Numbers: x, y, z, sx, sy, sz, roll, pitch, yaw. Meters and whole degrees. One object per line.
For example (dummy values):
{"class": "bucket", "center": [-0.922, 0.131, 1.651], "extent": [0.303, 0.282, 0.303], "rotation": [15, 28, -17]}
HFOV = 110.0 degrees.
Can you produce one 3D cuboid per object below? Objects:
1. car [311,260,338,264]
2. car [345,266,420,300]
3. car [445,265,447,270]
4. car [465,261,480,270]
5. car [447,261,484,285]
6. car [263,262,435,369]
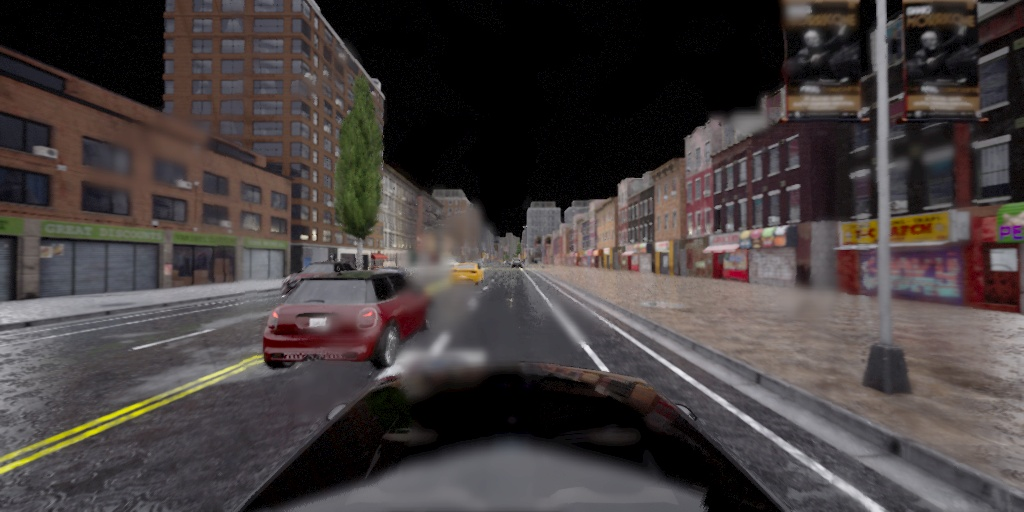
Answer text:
{"class": "car", "center": [-9.846, 1.113, 18.807], "extent": [2.097, 1.767, 4.553], "rotation": [0, 0, 0]}
{"class": "car", "center": [-6.600, 1.309, 19.038], "extent": [2.033, 1.411, 5.357], "rotation": [0, 0, 0]}
{"class": "car", "center": [-9.784, 1.570, 59.703], "extent": [1.812, 1.442, 4.674], "rotation": [0, -1, 1]}
{"class": "car", "center": [-6.534, 1.548, 59.698], "extent": [1.837, 1.490, 4.892], "rotation": [0, -1, 1]}
{"class": "car", "center": [-3.147, 1.257, 26.055], "extent": [1.882, 1.535, 5.008], "rotation": [0, 0, 0]}
{"class": "car", "center": [-3.150, 1.104, 7.972], "extent": [2.097, 1.767, 4.553], "rotation": [0, 0, 0]}
